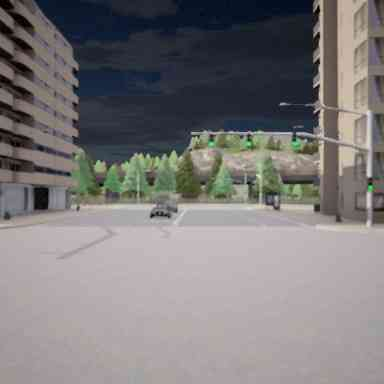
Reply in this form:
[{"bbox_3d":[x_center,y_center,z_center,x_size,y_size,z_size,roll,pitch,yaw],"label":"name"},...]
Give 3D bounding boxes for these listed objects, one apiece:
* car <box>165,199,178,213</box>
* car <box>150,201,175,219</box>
[{"bbox_3d":[-2.948,1.861,44.352,2.097,1.767,4.553,0,-1,0],"label":"car"},{"bbox_3d":[-3.108,1.954,34.086,1.994,1.385,4.181,0,-1,1],"label":"car"}]
